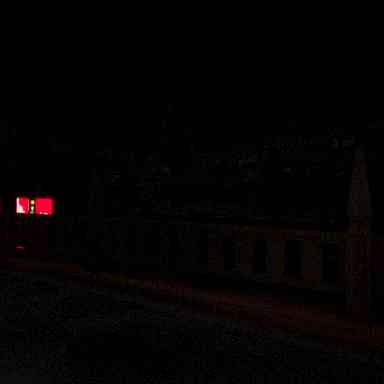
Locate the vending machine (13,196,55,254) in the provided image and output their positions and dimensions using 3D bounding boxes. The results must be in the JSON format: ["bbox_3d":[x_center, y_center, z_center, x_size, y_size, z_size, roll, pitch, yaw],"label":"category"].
[{"bbox_3d":[-6.039,1.193,12.755,0.880,2.100,1.100,0,0,29],"label":"vending machine"}]
